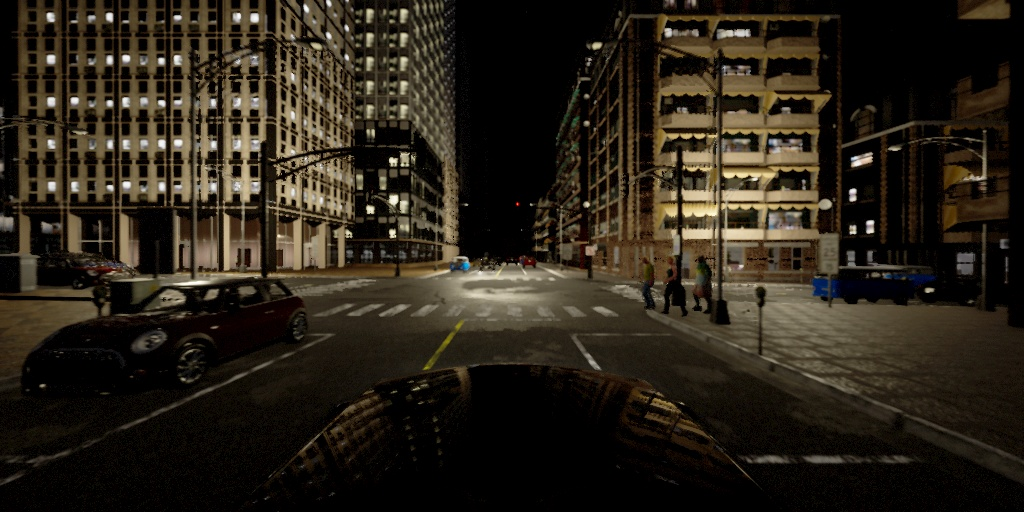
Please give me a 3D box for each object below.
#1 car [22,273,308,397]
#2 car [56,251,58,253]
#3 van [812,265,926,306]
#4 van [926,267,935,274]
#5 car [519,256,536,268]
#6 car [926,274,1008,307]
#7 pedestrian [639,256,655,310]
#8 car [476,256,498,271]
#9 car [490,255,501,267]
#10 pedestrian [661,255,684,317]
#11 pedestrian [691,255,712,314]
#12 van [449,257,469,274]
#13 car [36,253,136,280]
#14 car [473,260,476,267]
[{"bbox_3d":[-5.691,1.175,6.590,1.967,1.591,4.097,0,0,0],"label":"car"},{"bbox_3d":[-23.907,0.619,19.934,4.553,1.767,2.097,1,0,0],"label":"car"},{"bbox_3d":[16.909,1.407,17.312,3.998,1.789,1.690,0,0,0],"label":"van"},{"bbox_3d":[27.915,1.582,25.858,3.998,1.789,1.690,0,0,0],"label":"van"},{"bbox_3d":[2.681,0.920,55.720,2.192,1.841,5.009,0,0,0],"label":"car"},{"bbox_3d":[22.449,1.738,17.496,4.313,1.339,1.948,0,0,0],"label":"car"},{"bbox_3d":[4.534,0.856,11.923,0.375,1.860,0.375,0,0,0],"label":"pedestrian"},{"bbox_3d":[-3.085,1.135,45.362,1.837,1.490,4.892,0,0,0],"label":"car"},{"bbox_3d":[-3.035,0.810,62.535,2.150,2.045,5.566,0,0,1],"label":"car"},{"bbox_3d":[4.806,0.865,10.723,0.375,1.860,0.375,0,0,0],"label":"pedestrian"},{"bbox_3d":[6.030,0.864,11.323,0.375,1.860,0.375,0,0,0],"label":"pedestrian"},{"bbox_3d":[-5.697,0.987,39.064,1.690,1.789,3.998,0,0,0],"label":"van"},{"bbox_3d":[-21.150,0.772,17.354,4.097,1.591,1.967,0,0,0],"label":"car"},{"bbox_3d":[-5.701,1.118,61.098,1.751,1.417,4.829,0,0,0],"label":"car"}]
